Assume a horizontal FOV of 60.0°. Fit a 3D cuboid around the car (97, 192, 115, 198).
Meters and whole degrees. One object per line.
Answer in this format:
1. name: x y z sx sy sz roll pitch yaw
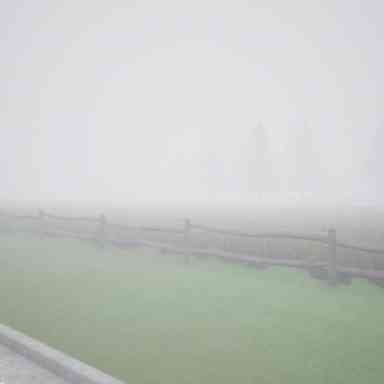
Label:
1. car: -21.013 0.972 81.062 4.605 1.855 1.932 0 0 35
